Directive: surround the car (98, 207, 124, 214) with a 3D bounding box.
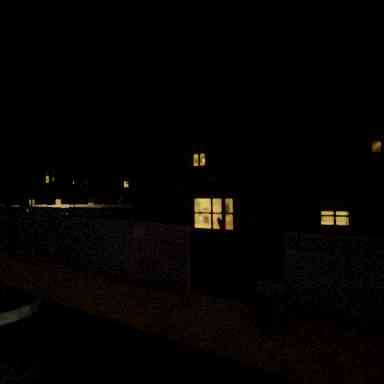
[{"bbox_3d":[-7.000,2.123,31.077,1.994,1.385,4.181,-1,-2,35],"label":"car"}]
